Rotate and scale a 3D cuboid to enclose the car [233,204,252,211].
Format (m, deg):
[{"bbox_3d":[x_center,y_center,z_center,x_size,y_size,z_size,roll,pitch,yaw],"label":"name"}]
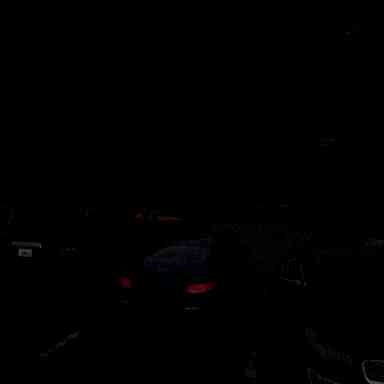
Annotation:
[{"bbox_3d":[12.935,3.869,84.830,4.553,1.767,2.185,0,-2,14],"label":"car"}]

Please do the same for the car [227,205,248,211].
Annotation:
[{"bbox_3d":[11.247,3.905,82.374,4.892,1.521,2.231,0,-2,14],"label":"car"}]

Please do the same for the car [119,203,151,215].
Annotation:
[{"bbox_3d":[-9.064,2.695,53.024,4.553,1.767,2.185,0,-2,15],"label":"car"}]

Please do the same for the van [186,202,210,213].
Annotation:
[{"bbox_3d":[1.239,3.137,67.670,4.442,1.987,1.878,0,-2,15],"label":"van"}]

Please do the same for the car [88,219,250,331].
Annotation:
[{"bbox_3d":[0.100,1.527,6.868,2.002,1.452,4.674,0,-1,15],"label":"car"}]

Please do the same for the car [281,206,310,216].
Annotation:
[{"bbox_3d":[19.014,3.500,61.561,5.008,1.535,2.097,1,-1,15],"label":"car"}]

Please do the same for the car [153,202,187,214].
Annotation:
[{"bbox_3d":[-3.980,2.840,60.359,5.566,2.045,2.435,0,-2,15],"label":"car"}]

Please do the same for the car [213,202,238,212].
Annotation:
[{"bbox_3d":[7.862,3.472,77.488,5.566,2.045,2.435,0,-2,15],"label":"car"}]

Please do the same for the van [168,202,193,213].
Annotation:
[{"bbox_3d":[-2.145,2.956,62.772,4.442,1.987,1.878,0,-2,15],"label":"van"}]

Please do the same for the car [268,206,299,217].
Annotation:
[{"bbox_3d":[15.593,3.319,56.622,5.008,1.535,2.097,1,-1,15],"label":"car"}]

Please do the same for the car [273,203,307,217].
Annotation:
[{"bbox_3d":[17.335,3.159,59.095,5.566,2.045,2.435,1,-1,15],"label":"car"}]

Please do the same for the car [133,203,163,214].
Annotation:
[{"bbox_3d":[-7.310,2.785,55.446,4.553,1.767,2.185,0,-2,15],"label":"car"}]

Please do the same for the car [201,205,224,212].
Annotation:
[{"bbox_3d":[4.478,3.573,72.585,4.792,1.488,2.163,0,-2,15],"label":"car"}]

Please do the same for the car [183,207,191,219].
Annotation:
[{"bbox_3d":[-3.140,2.295,29.400,5.366,1.575,1.946,2,-2,15],"label":"car"}]

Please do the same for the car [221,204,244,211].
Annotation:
[{"bbox_3d":[9.750,3.811,79.884,5.366,1.575,1.946,0,-2,14],"label":"car"}]

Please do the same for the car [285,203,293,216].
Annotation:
[{"bbox_3d":[13.915,2.978,54.159,5.566,2.045,2.435,1,-1,15],"label":"car"}]

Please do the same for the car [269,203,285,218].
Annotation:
[{"bbox_3d":[10.436,2.795,49.223,5.566,2.045,2.435,1,-1,15],"label":"car"}]

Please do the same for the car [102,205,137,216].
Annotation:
[{"bbox_3d":[-10.939,2.748,50.220,4.792,1.488,2.163,0,-2,15],"label":"car"}]

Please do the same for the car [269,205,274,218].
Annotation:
[{"bbox_3d":[8.716,2.985,46.751,4.792,1.488,2.163,1,-1,15],"label":"car"}]

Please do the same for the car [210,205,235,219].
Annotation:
[{"bbox_3d":[1.873,2.593,36.871,5.008,1.535,2.097,1,-1,15],"label":"car"}]

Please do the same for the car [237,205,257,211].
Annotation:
[{"bbox_3d":[14.562,4.085,87.292,5.008,1.535,2.097,0,-2,14],"label":"car"}]

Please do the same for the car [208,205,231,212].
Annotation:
[{"bbox_3d":[6.228,3.663,75.024,4.792,1.488,2.163,0,-2,15],"label":"car"}]

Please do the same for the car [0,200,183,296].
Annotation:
[{"bbox_3d":[-2.307,1.236,8.618,2.435,2.045,5.566,0,-1,16],"label":"car"}]

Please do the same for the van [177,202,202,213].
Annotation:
[{"bbox_3d":[-0.453,3.046,65.221,4.442,1.987,1.878,0,-2,15],"label":"van"}]

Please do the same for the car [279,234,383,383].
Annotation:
[{"bbox_3d":[2.511,1.488,5.155,2.231,1.521,4.892,1,-1,16],"label":"car"}]

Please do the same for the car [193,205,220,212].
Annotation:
[{"bbox_3d":[2.998,3.449,70.090,5.366,1.575,1.946,0,-2,15],"label":"car"}]

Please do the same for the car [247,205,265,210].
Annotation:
[{"bbox_3d":[17.780,4.295,92.246,4.792,1.488,2.163,0,-2,13],"label":"car"}]

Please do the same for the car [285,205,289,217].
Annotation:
[{"bbox_3d":[12.139,3.166,51.690,4.792,1.488,2.163,1,-1,15],"label":"car"}]

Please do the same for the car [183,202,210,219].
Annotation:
[{"bbox_3d":[-1.554,2.149,31.928,5.566,2.045,2.435,1,-1,15],"label":"car"}]

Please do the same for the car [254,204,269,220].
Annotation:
[{"bbox_3d":[7.010,2.614,44.283,5.566,2.045,2.435,1,-1,15],"label":"car"}]

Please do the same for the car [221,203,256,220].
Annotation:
[{"bbox_3d":[5.289,2.649,41.827,4.553,1.767,2.185,1,-1,15],"label":"car"}]

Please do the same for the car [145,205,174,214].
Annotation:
[{"bbox_3d":[-5.648,3.042,57.902,4.674,1.452,2.002,0,-2,15],"label":"car"}]

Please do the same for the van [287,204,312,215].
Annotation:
[{"bbox_3d":[20.616,3.362,64.063,4.442,1.987,1.878,1,-1,15],"label":"van"}]

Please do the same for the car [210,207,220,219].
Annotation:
[{"bbox_3d":[0.137,2.539,34.394,4.674,1.452,2.002,1,-1,15],"label":"car"}]
